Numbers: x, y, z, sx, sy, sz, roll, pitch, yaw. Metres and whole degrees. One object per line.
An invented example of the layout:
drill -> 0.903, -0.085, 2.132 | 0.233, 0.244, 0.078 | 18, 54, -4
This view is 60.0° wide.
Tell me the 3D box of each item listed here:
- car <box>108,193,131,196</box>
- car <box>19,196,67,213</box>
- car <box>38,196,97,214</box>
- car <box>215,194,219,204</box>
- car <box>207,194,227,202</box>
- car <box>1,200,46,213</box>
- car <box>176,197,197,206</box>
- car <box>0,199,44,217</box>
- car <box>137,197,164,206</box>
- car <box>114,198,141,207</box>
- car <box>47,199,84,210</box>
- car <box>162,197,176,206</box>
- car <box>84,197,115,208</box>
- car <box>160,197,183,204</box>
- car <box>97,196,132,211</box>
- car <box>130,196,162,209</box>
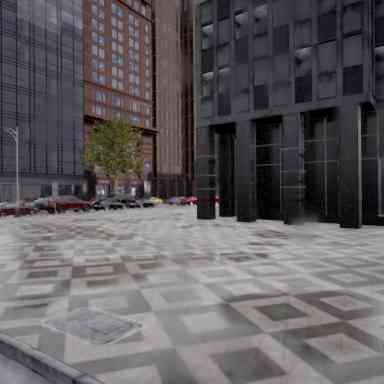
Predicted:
car -> -10.951, 1.232, 47.384 | 2.150, 2.045, 5.566 | -1, 0, 35
car -> -17.130, 1.393, 38.459 | 2.097, 1.767, 4.553 | -1, 0, 35
car -> -12.850, 1.290, 34.504 | 2.192, 1.841, 5.009 | -1, 0, 35
car -> 3.184, 1.222, 57.694 | 2.192, 1.841, 5.009 | -1, 0, 35
car -> 5.798, 1.296, 76.463 | 2.192, 1.841, 5.009 | -1, 0, 35
car -> -19.858, 1.643, 39.354 | 1.947, 1.339, 4.313 | -1, 0, 35
car -> -0.022, 1.462, 53.055 | 1.887, 1.381, 4.507 | -1, 0, 35
car -> -16.055, 1.577, 29.864 | 1.802, 1.307, 4.206 | -1, 0, 35
car -> -7.126, 1.545, 57.767 | 1.752, 1.417, 4.829 | -1, 0, 35
car -> -10.236, 1.613, 53.269 | 1.802, 1.307, 4.206 | -1, 0, 35
car -> -16.651, 1.642, 43.992 | 1.802, 1.307, 4.206 | -1, 0, 35
car -> -2.030, 1.496, 54.748 | 2.033, 1.411, 5.357 | -1, 0, 35
car -> -13.445, 1.485, 48.631 | 1.967, 1.590, 4.097 | -1, 0, 35
car -> -3.822, 1.574, 62.547 | 1.947, 1.339, 4.313 | -1, 0, 35
car -> -9.641, 1.525, 39.141 | 1.947, 1.339, 4.313 | -1, 0, 35
car -> -6.435, 1.509, 43.778 | 1.947, 1.339, 4.313 | -1, 0, 35
